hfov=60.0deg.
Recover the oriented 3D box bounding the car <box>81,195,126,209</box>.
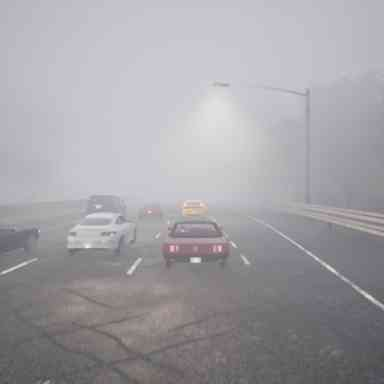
[{"bbox_3d":[-6.883,1.225,27.122,2.150,2.045,5.566,0,0,0],"label":"car"}]

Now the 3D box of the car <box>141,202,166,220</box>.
[{"bbox_3d":[-3.381,1.568,28.642,1.994,1.385,4.181,0,0,0],"label":"car"}]

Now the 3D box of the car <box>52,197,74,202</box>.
[{"bbox_3d":[-21.006,1.557,55.481,1.812,1.442,4.674,0,0,1],"label":"car"}]

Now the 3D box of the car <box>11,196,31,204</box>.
[{"bbox_3d":[-27.999,1.383,55.327,2.097,1.767,4.553,0,0,1],"label":"car"}]

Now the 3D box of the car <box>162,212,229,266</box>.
[{"bbox_3d":[0.108,1.599,11.450,1.895,1.301,4.718,0,0,0],"label":"car"}]

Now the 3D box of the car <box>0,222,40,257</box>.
[{"bbox_3d":[-6.893,1.599,10.936,1.895,1.301,4.718,0,0,0],"label":"car"}]

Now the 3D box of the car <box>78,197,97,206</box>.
[{"bbox_3d":[-17.507,1.557,55.944,1.812,1.442,4.674,0,0,1],"label":"car"}]

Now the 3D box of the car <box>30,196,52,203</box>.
[{"bbox_3d":[-24.502,1.509,55.701,1.882,1.535,5.008,0,0,1],"label":"car"}]

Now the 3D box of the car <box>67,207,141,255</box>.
[{"bbox_3d":[-3.391,1.524,13.123,1.812,1.442,4.674,0,0,0],"label":"car"}]

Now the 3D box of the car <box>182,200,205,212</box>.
[{"bbox_3d":[0.119,1.482,29.580,1.882,1.535,5.008,0,0,0],"label":"car"}]
